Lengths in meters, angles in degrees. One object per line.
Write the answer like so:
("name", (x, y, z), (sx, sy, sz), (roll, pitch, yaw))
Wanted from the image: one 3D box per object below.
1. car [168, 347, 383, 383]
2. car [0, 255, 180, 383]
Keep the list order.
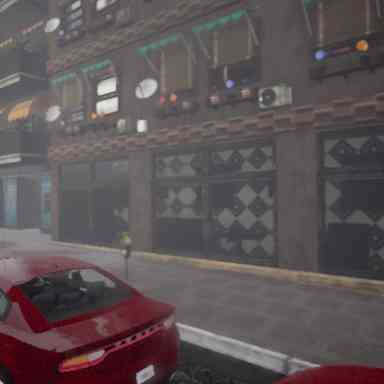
("car", (2.261, 1.554, 1.130), (4.507, 1.381, 1.887), (0, -1, 36))
("car", (-2.240, 1.516, 4.343), (4.507, 1.381, 1.887), (0, -1, 36))
